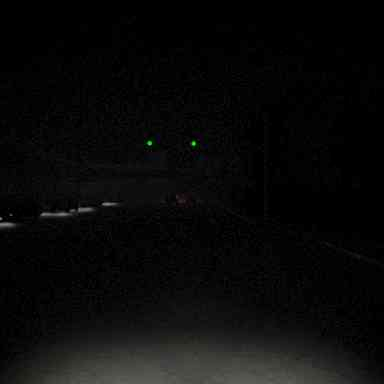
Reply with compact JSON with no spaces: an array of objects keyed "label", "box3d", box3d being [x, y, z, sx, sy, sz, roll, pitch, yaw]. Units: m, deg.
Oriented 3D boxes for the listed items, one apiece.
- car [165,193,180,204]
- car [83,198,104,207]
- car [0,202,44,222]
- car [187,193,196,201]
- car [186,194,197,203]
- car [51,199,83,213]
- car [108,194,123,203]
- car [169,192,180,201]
[{"label":"car","box3d":[-3.585,1.182,58.380,1.882,1.535,5.008,0,1,0]},{"label":"car","box3d":[-14.091,1.452,47.434,1.895,1.301,4.718,0,1,0]},{"label":"car","box3d":[-14.142,1.571,27.318,2.033,1.411,5.357,0,0,0]},{"label":"car","box3d":[-0.101,1.072,69.107,1.812,1.442,4.674,0,1,0]},{"label":"car","box3d":[-0.086,1.224,58.980,1.812,1.442,4.674,0,1,0]},{"label":"car","box3d":[-14.133,1.485,37.276,1.812,1.442,4.674,0,0,0]},{"label":"car","box3d":[-14.093,1.143,61.465,2.128,1.511,4.902,0,1,0]},{"label":"car","box3d":[-3.600,0.907,68.619,2.097,1.767,4.553,0,1,0]}]
